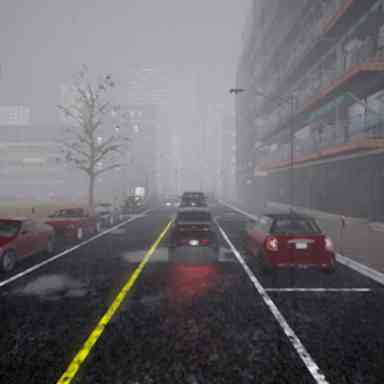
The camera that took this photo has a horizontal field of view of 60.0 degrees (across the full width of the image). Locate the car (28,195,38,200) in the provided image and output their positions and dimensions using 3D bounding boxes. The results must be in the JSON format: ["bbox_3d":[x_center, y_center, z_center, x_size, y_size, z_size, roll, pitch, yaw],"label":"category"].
[{"bbox_3d":[-38.873,1.304,79.322,4.206,1.307,1.802,-1,2,0],"label":"car"}]

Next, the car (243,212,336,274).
[{"bbox_3d":[2.722,1.333,10.190,1.967,1.590,4.097,0,1,0],"label":"car"}]

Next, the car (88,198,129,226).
[{"bbox_3d":[-5.616,1.329,21.278,2.008,1.369,4.403,0,1,0],"label":"car"}]

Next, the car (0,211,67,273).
[{"bbox_3d":[-5.657,1.473,10.224,1.802,1.307,4.206,0,1,0],"label":"car"}]

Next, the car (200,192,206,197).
[{"bbox_3d":[3.034,0.673,92.330,1.802,1.307,4.206,0,1,0],"label":"car"}]

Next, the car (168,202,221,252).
[{"bbox_3d":[0.096,1.367,13.286,1.837,1.490,4.892,0,1,1],"label":"car"}]

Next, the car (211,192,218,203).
[{"bbox_3d":[2.869,1.048,48.881,1.887,1.381,4.507,0,1,0],"label":"car"}]

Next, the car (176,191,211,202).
[{"bbox_3d":[0.140,0.942,27.091,2.150,2.045,5.566,0,1,1],"label":"car"}]

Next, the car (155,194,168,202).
[{"bbox_3d":[-5.470,0.977,59.970,1.802,1.307,4.206,0,1,0],"label":"car"}]

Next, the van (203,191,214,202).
[{"bbox_3d":[2.909,0.738,59.934,1.690,1.788,3.998,0,1,0],"label":"van"}]

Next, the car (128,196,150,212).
[{"bbox_3d":[-5.575,1.106,32.331,1.967,1.590,4.097,0,1,0],"label":"car"}]

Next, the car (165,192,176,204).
[{"bbox_3d":[-2.890,1.028,51.200,2.033,1.411,5.357,0,1,0],"label":"car"}]

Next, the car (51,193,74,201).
[{"bbox_3d":[-27.705,1.259,70.770,4.403,1.369,2.008,-1,2,0],"label":"car"}]

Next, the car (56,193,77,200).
[{"bbox_3d":[-29.972,1.032,79.398,4.097,1.590,1.967,-1,2,0],"label":"car"}]

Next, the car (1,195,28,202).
[{"bbox_3d":[-38.134,1.403,70.782,4.507,1.381,1.887,-1,2,0],"label":"car"}]

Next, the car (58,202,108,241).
[{"bbox_3d":[-5.637,1.379,15.750,1.887,1.381,4.507,0,1,0],"label":"car"}]

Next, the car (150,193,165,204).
[{"bbox_3d":[-5.512,0.942,48.913,1.967,1.590,4.097,0,1,0],"label":"car"}]

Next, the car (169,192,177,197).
[{"bbox_3d":[-5.348,0.655,92.373,1.947,1.339,4.313,0,1,0],"label":"car"}]

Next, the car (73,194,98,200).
[{"bbox_3d":[-22.135,1.178,70.789,4.403,1.369,2.008,-1,2,0],"label":"car"}]
